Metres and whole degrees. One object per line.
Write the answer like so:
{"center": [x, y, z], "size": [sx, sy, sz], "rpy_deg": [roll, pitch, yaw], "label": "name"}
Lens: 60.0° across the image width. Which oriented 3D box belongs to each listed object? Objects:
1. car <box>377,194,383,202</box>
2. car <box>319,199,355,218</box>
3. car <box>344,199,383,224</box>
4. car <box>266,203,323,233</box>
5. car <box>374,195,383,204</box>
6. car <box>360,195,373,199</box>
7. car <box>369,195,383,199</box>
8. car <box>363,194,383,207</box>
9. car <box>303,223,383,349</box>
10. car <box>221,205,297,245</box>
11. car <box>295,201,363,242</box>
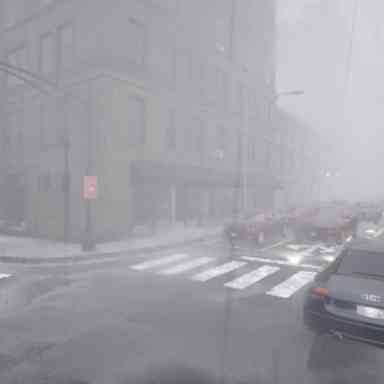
{"center": [34.907, 1.135, 60.056], "size": [2.008, 1.369, 4.403], "rpy_deg": [1, 1, 35], "label": "car"}
{"center": [12.564, 1.374, 28.658], "size": [1.947, 1.339, 4.313], "rpy_deg": [1, 1, 35], "label": "car"}
{"center": [12.064, 1.409, 23.376], "size": [1.994, 1.385, 4.181], "rpy_deg": [0, 0, 35], "label": "car"}
{"center": [6.181, 1.421, 19.687], "size": [1.887, 1.381, 4.507], "rpy_deg": [1, 1, 35], "label": "car"}
{"center": [31.715, 1.159, 55.570], "size": [1.887, 1.381, 4.507], "rpy_deg": [1, 1, 35], "label": "car"}
{"center": [22.140, 1.254, 42.114], "size": [1.887, 1.381, 4.507], "rpy_deg": [1, 1, 35], "label": "car"}
{"center": [19.790, 1.326, 34.207], "size": [1.994, 1.385, 4.181], "rpy_deg": [0, 1, 36], "label": "car"}
{"center": [25.333, 1.118, 46.598], "size": [1.967, 1.590, 4.097], "rpy_deg": [1, 1, 35], "label": "car"}
{"center": [3.506, 1.539, 6.006], "size": [1.994, 1.385, 4.181], "rpy_deg": [0, 0, 35], "label": "car"}
{"center": [2.989, 1.455, 15.202], "size": [1.887, 1.381, 4.507], "rpy_deg": [1, 1, 35], "label": "car"}
{"center": [6.218, 1.385, 15.165], "size": [1.882, 1.535, 5.008], "rpy_deg": [0, 0, 36], "label": "car"}
